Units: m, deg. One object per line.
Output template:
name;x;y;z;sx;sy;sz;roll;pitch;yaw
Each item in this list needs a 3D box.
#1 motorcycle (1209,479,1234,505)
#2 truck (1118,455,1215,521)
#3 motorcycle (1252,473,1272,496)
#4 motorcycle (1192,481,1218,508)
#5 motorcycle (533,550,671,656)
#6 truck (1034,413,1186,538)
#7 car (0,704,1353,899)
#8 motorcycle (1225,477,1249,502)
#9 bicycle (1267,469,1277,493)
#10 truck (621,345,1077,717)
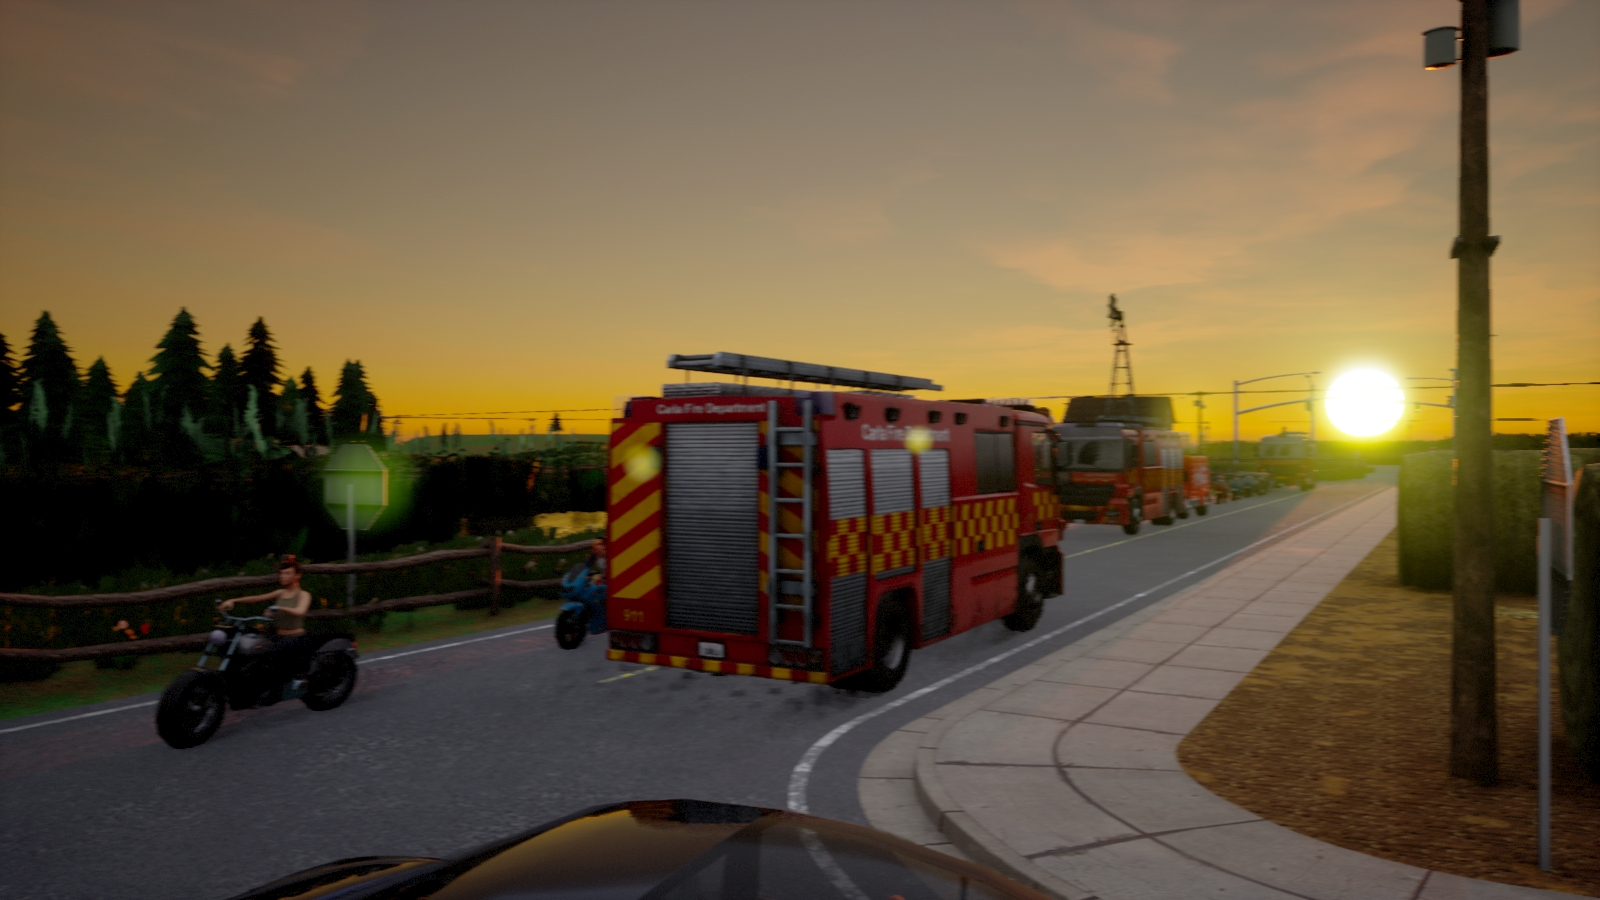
motorcycle;20.633;2.045;55.878;0.803;1.199;2.033;0;0;31
truck;14.861;1.447;46.103;2.627;2.467;5.204;0;0;30
motorcycle;26.913;2.007;66.507;0.764;1.277;2.356;0;0;31
motorcycle;18.655;2.044;52.614;0.803;1.199;2.033;-2;-3;29
motorcycle;-2.771;2.124;16.233;0.803;1.199;2.033;0;0;31
truck;10.878;0.783;39.387;2.891;3.827;8.468;0;0;31
car;-0.778;2.051;3.863;4.792;1.488;2.163;0;0;24
motorcycle;22.745;2.038;59.446;0.803;1.199;2.033;0;0;31
bicycle;28.935;1.891;70.084;0.329;1.471;1.835;0;0;30
truck;1.291;0.827;16.148;2.891;3.827;8.468;0;0;30
